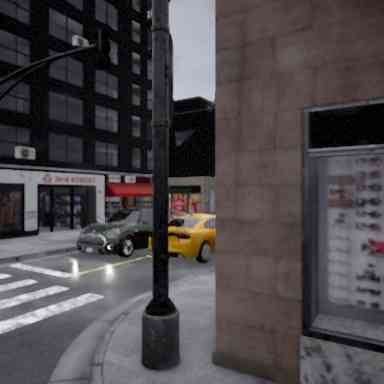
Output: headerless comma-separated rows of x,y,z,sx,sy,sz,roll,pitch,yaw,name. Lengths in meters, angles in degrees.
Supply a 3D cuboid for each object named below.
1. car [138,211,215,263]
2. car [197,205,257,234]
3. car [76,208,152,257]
0.408,1.566,12.632,1.882,1.535,5.008,0,0,32,car
2.390,1.636,21.206,1.837,1.490,4.892,0,0,32,car
-2.400,1.445,13.512,2.097,1.767,4.553,0,0,32,car
